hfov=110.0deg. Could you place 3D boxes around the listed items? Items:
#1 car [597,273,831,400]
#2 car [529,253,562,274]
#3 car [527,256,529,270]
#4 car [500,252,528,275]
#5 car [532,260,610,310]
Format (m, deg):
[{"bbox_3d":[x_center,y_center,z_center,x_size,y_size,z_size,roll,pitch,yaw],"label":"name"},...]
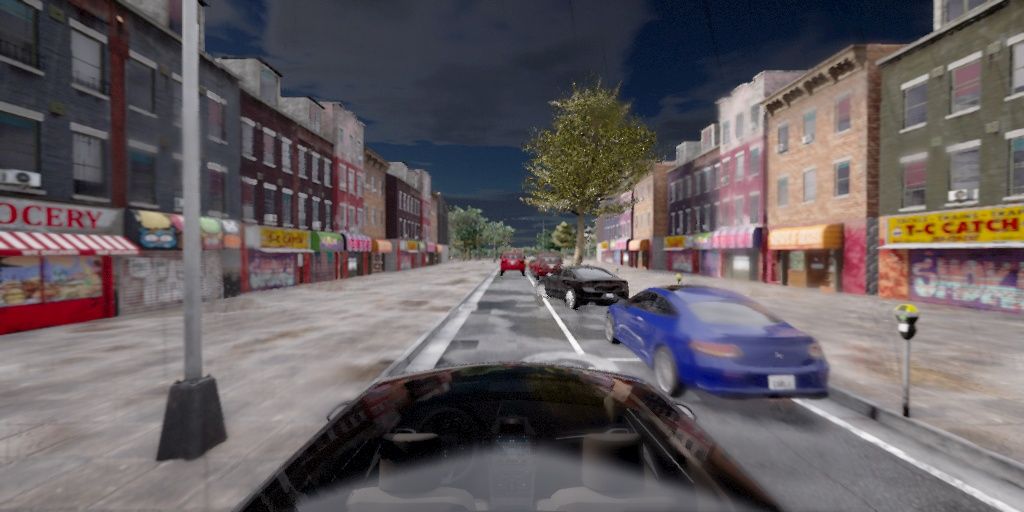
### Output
[{"bbox_3d":[3.023,1.222,6.318,1.812,1.442,4.674,0,1,0],"label":"car"},{"bbox_3d":[2.631,0.781,26.229,2.192,1.841,5.009,0,0,0],"label":"car"},{"bbox_3d":[2.629,0.842,31.775,1.967,1.591,4.097,0,0,0],"label":"car"},{"bbox_3d":[0.067,0.620,32.285,2.150,2.045,5.566,0,1,0],"label":"car"},{"bbox_3d":[2.566,1.085,14.076,1.882,1.535,5.008,0,1,-15],"label":"car"}]
